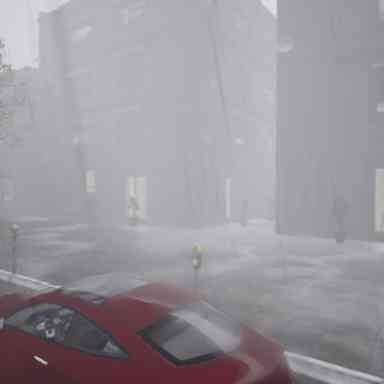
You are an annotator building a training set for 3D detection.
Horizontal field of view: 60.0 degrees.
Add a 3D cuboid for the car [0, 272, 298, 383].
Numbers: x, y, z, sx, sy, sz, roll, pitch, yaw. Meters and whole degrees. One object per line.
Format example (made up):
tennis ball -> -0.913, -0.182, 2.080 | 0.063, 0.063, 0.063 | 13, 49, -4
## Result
car -> -1.026, 1.576, 3.603 | 4.206, 1.307, 1.802 | 0, 1, 35
